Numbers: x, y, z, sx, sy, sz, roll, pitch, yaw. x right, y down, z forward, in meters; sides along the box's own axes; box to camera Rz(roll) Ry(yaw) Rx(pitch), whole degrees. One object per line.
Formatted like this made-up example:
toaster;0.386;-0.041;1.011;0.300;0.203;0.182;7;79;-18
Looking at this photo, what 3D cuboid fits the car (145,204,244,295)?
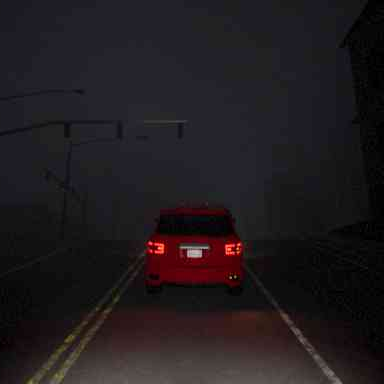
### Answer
car;0.081;1.345;9.242;2.150;2.045;5.566;1;-1;1
